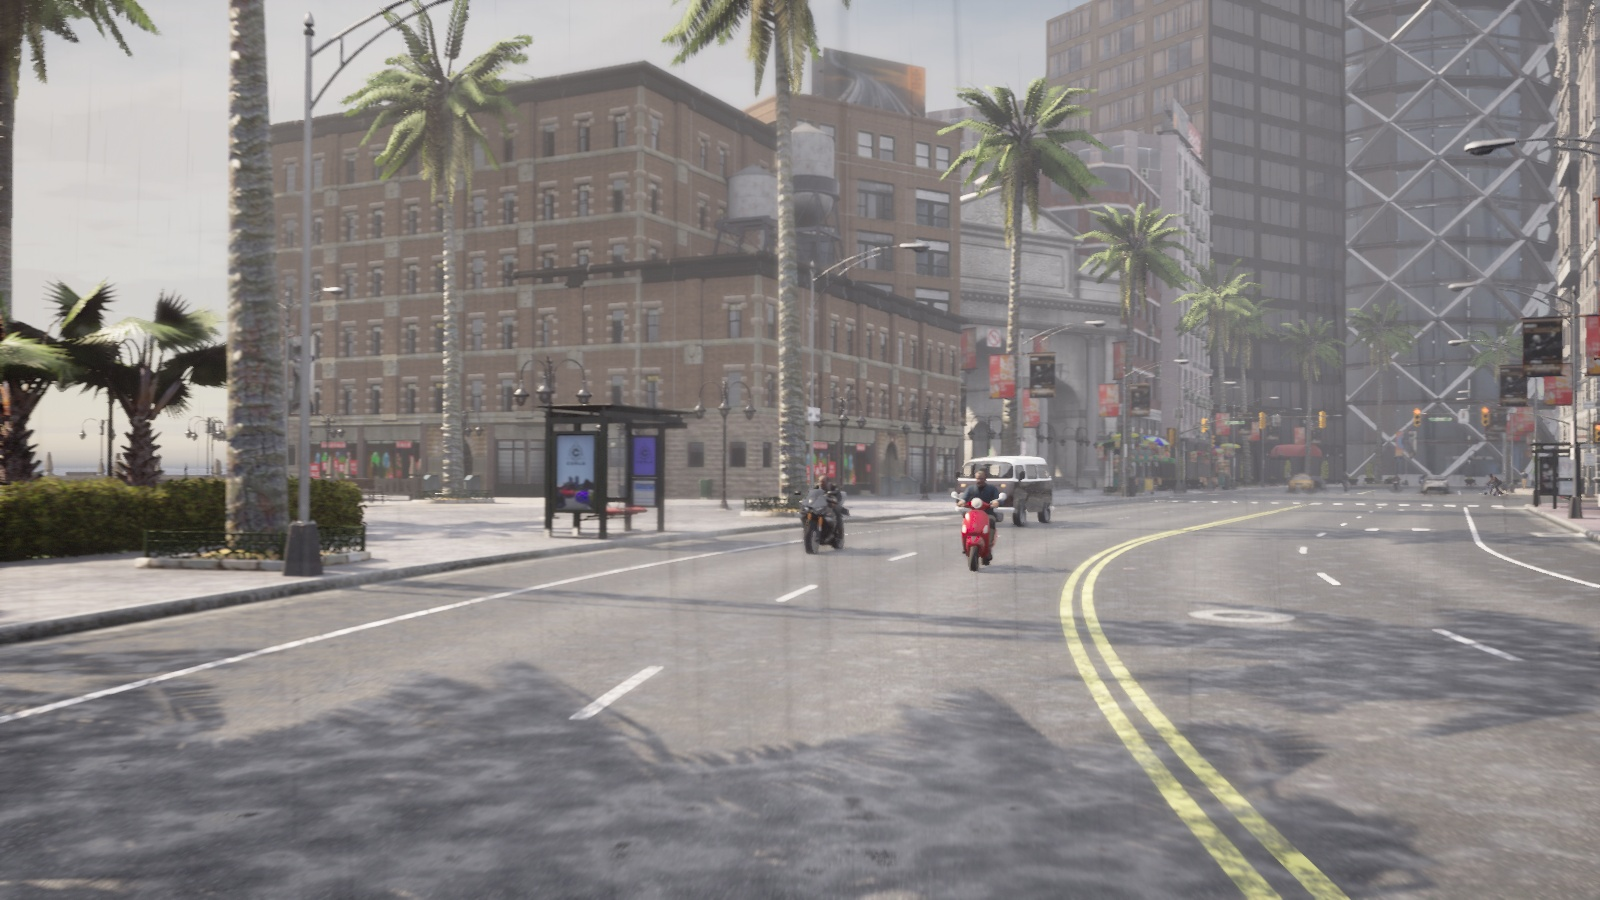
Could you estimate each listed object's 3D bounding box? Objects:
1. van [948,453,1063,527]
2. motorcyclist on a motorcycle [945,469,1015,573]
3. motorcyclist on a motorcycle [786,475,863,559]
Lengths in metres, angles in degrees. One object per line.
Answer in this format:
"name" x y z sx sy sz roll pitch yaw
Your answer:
"van" 6.155 1.142 37.220 2.069 2.038 4.480 -1 -1 27
"motorcyclist on a motorcycle" 2.909 1.097 20.170 0.866 1.590 1.817 0 -1 17
"motorcyclist on a motorcycle" 0.499 1.254 24.252 0.866 1.530 2.191 0 -1 19
